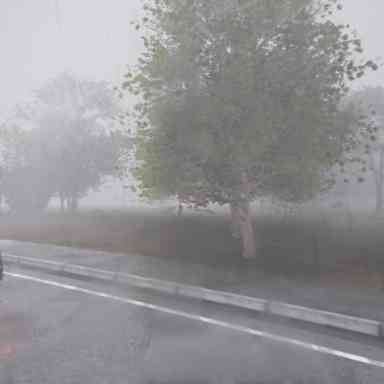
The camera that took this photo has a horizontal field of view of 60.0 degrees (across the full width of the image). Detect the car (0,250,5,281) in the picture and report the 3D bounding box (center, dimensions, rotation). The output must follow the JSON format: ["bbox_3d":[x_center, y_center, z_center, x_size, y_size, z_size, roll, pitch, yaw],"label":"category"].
[{"bbox_3d":[-6.308,1.519,7.799,4.674,1.442,1.812,0,0,31],"label":"car"}]
